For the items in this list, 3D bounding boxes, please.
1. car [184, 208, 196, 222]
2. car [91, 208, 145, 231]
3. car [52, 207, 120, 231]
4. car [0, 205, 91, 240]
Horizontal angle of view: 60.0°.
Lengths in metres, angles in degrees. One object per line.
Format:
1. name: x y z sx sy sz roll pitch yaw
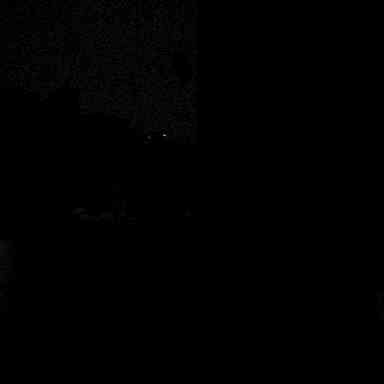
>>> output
1. car: 0.953 2.193 32.612 1.947 1.339 4.313 -1 -2 36
2. car: -5.410 1.951 23.739 1.752 1.417 4.829 -1 -2 36
3. car: -7.803 1.926 24.913 1.812 1.442 4.674 0 -1 37
4. car: -8.741 1.636 19.100 2.192 1.841 5.009 -1 -2 36
